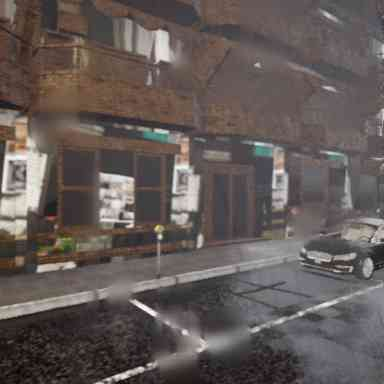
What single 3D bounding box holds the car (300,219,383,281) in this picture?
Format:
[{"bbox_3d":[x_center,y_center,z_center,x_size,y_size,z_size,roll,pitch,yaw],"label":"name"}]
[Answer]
[{"bbox_3d":[4.942,1.486,9.612,4.403,1.369,2.008,0,1,-35],"label":"car"}]
